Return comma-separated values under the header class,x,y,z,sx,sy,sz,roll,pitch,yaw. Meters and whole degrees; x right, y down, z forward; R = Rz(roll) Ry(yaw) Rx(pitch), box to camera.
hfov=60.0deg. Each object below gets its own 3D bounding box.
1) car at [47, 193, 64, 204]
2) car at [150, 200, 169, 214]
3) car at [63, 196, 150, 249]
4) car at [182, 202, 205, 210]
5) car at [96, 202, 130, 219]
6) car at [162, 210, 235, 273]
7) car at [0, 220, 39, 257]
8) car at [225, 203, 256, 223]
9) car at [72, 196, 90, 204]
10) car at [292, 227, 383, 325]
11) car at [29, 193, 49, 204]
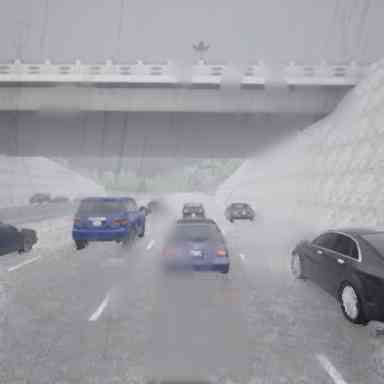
class,x,y,z,sx,sy,sz,roll,pitch,yaw
car,-24.473,1.396,61.799,1.882,1.535,5.008,0,0,0
car,-3.387,1.488,31.992,1.812,1.442,4.674,0,0,0
car,-3.389,1.204,14.546,2.150,2.045,5.566,0,0,0
car,0.124,1.567,29.417,1.895,1.301,4.718,0,0,0
car,-6.876,1.566,29.423,1.895,1.301,4.718,0,0,0
car,0.107,1.535,10.546,2.033,1.411,5.357,0,0,0
car,-6.893,1.534,10.491,2.033,1.411,5.357,0,0,0
car,3.620,1.519,25.563,2.033,1.411,5.357,0,0,0
car,-20.976,1.482,62.837,1.994,1.385,4.181,0,0,0
car,3.597,1.497,7.051,1.837,1.490,4.892,0,0,0
car,-27.967,1.139,61.618,2.150,2.045,5.566,0,0,0
